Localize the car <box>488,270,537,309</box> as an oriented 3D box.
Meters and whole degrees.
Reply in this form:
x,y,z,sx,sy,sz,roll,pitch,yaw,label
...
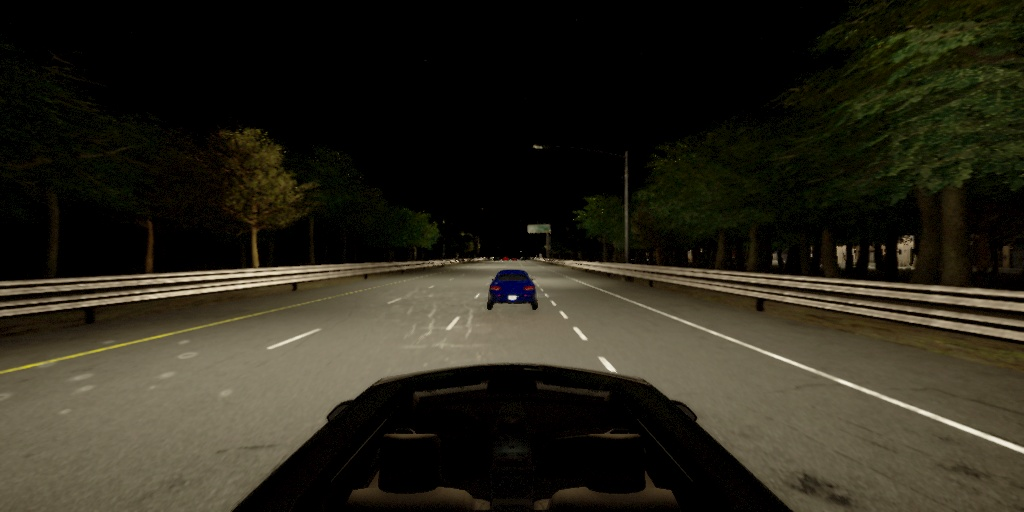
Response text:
x,y,z,sx,sy,sz,roll,pitch,yaw,label
0.012,1.278,14.777,1.812,1.442,4.674,0,0,0,car
